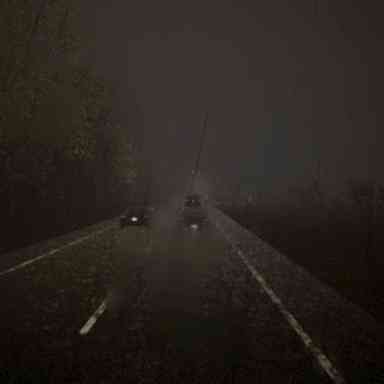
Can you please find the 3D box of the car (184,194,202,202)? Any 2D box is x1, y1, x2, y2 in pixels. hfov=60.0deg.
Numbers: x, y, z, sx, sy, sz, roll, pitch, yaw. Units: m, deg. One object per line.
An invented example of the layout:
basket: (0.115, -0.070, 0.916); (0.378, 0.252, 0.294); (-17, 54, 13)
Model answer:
car: (0.123, 1.240, 44.258); (2.150, 2.045, 5.566); (0, 0, 0)

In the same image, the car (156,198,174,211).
car: (-3.379, 1.523, 41.047); (1.837, 1.490, 4.892); (0, 0, 0)

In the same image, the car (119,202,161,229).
car: (-3.389, 1.578, 21.618); (1.994, 1.385, 4.181); (0, 0, 0)

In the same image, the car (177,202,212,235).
car: (0.110, 1.537, 18.660); (1.812, 1.442, 4.674); (0, 0, 0)
